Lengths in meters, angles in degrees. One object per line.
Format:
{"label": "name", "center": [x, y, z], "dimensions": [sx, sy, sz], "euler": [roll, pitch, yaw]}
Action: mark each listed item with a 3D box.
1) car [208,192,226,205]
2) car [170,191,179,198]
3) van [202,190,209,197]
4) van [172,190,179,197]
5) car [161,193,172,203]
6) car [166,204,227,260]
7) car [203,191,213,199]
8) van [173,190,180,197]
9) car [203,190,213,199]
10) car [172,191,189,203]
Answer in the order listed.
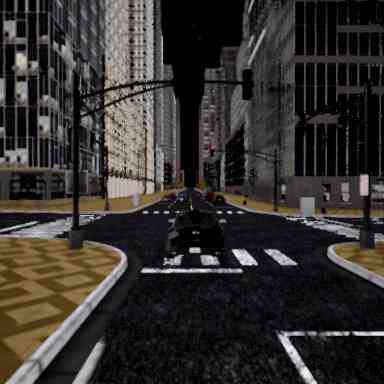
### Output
{"label": "car", "center": [3.861, 1.082, 48.281], "dimensions": [1.947, 1.339, 4.313], "euler": [0, 1, 0]}
{"label": "car", "center": [-4.258, 0.589, 81.397], "dimensions": [1.967, 1.590, 4.097], "euler": [0, 1, 0]}
{"label": "van", "center": [3.590, 0.427, 86.968], "dimensions": [1.690, 1.788, 3.998], "euler": [0, 1, 0]}
{"label": "van", "center": [-4.290, 0.427, 86.923], "dimensions": [1.690, 1.788, 3.998], "euler": [0, 1, 0]}
{"label": "car", "center": [-4.100, 1.039, 53.762], "dimensions": [1.802, 1.307, 4.206], "euler": [0, 1, 0]}
{"label": "car", "center": [0.174, 1.390, 11.857], "dimensions": [1.837, 1.490, 4.892], "euler": [0, 0, 2]}
{"label": "car", "center": [3.654, 0.651, 75.915], "dimensions": [1.967, 1.590, 4.097], "euler": [0, 1, 0]}
{"label": "van", "center": [-4.322, 0.365, 92.450], "dimensions": [1.690, 1.788, 3.998], "euler": [0, 1, 0]}
{"label": "car", "center": [3.685, 0.589, 70.386], "dimensions": [2.192, 1.841, 5.009], "euler": [0, 1, 0]}
{"label": "car", "center": [-1.599, 0.960, 52.850], "dimensions": [2.128, 1.511, 4.902], "euler": [0, 0, 0]}
